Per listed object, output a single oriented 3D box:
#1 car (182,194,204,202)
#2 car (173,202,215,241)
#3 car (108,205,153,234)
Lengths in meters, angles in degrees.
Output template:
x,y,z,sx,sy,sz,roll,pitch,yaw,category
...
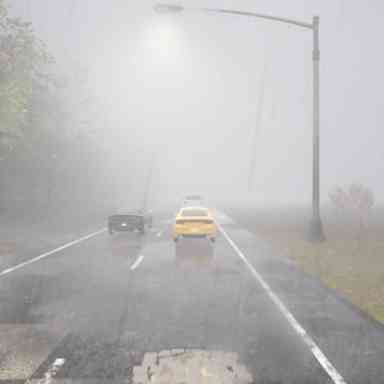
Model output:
x,y,z,sx,sy,sz,roll,pitch,yaw,category
0.119,1.222,35.730,2.150,2.045,5.566,0,0,0,car
0.116,1.477,16.656,1.882,1.535,5.008,0,0,0,car
-3.389,1.477,19.056,1.882,1.535,5.008,0,0,0,car
